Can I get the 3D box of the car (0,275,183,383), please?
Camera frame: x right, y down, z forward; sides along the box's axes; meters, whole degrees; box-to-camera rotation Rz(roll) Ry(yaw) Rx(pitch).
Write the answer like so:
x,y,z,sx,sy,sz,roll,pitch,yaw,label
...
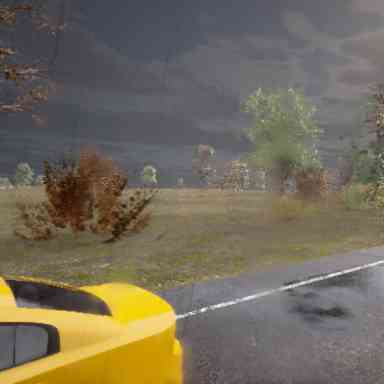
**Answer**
x,y,z,sx,sy,sz,roll,pitch,yaw,label
-2.407,1.472,2.309,5.008,1.535,1.882,0,0,-37,car
